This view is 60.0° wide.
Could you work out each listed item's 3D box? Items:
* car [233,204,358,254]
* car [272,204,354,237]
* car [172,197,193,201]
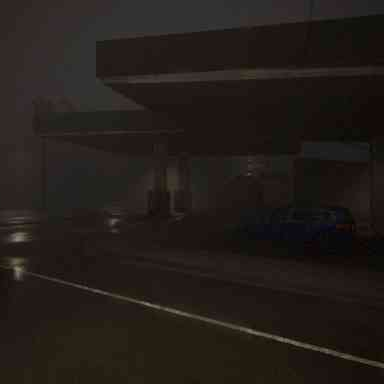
[{"bbox_3d":[3.886,1.295,12.999,4.611,1.667,2.242,0,0,35],"label":"car"},{"bbox_3d":[6.567,1.456,18.137,3.806,1.475,1.970,0,0,35],"label":"car"},{"bbox_3d":[-2.307,1.524,79.130,4.902,1.511,2.128,0,0,-16],"label":"car"}]
